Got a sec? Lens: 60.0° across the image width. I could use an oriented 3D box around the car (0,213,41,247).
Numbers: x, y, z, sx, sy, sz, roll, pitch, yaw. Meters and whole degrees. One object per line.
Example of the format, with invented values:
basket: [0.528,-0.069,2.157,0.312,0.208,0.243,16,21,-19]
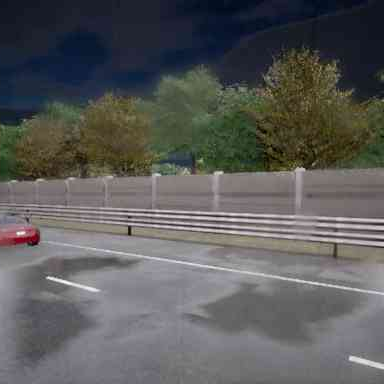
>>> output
car: [-8.272,1.572,14.069,4.181,1.385,1.994,0,0,36]
